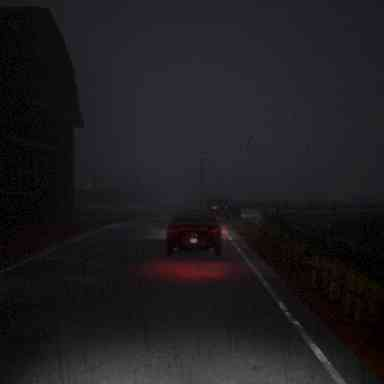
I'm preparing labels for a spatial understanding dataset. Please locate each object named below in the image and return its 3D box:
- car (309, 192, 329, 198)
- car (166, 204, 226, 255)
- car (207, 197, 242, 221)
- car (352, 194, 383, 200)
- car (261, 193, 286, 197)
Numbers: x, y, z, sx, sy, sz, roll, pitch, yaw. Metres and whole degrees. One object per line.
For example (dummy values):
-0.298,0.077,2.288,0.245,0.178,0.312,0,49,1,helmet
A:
32.098,0.867,82.859,3.866,1.878,1.905,0,0,3,car
0.090,1.408,12.984,1.882,1.535,5.008,0,0,1,car
2.514,1.205,26.322,2.097,1.767,4.553,0,1,22,car
30.810,1.162,58.689,4.611,1.667,2.242,0,0,3,car
18.320,0.916,73.389,4.605,1.855,1.932,0,0,3,car
